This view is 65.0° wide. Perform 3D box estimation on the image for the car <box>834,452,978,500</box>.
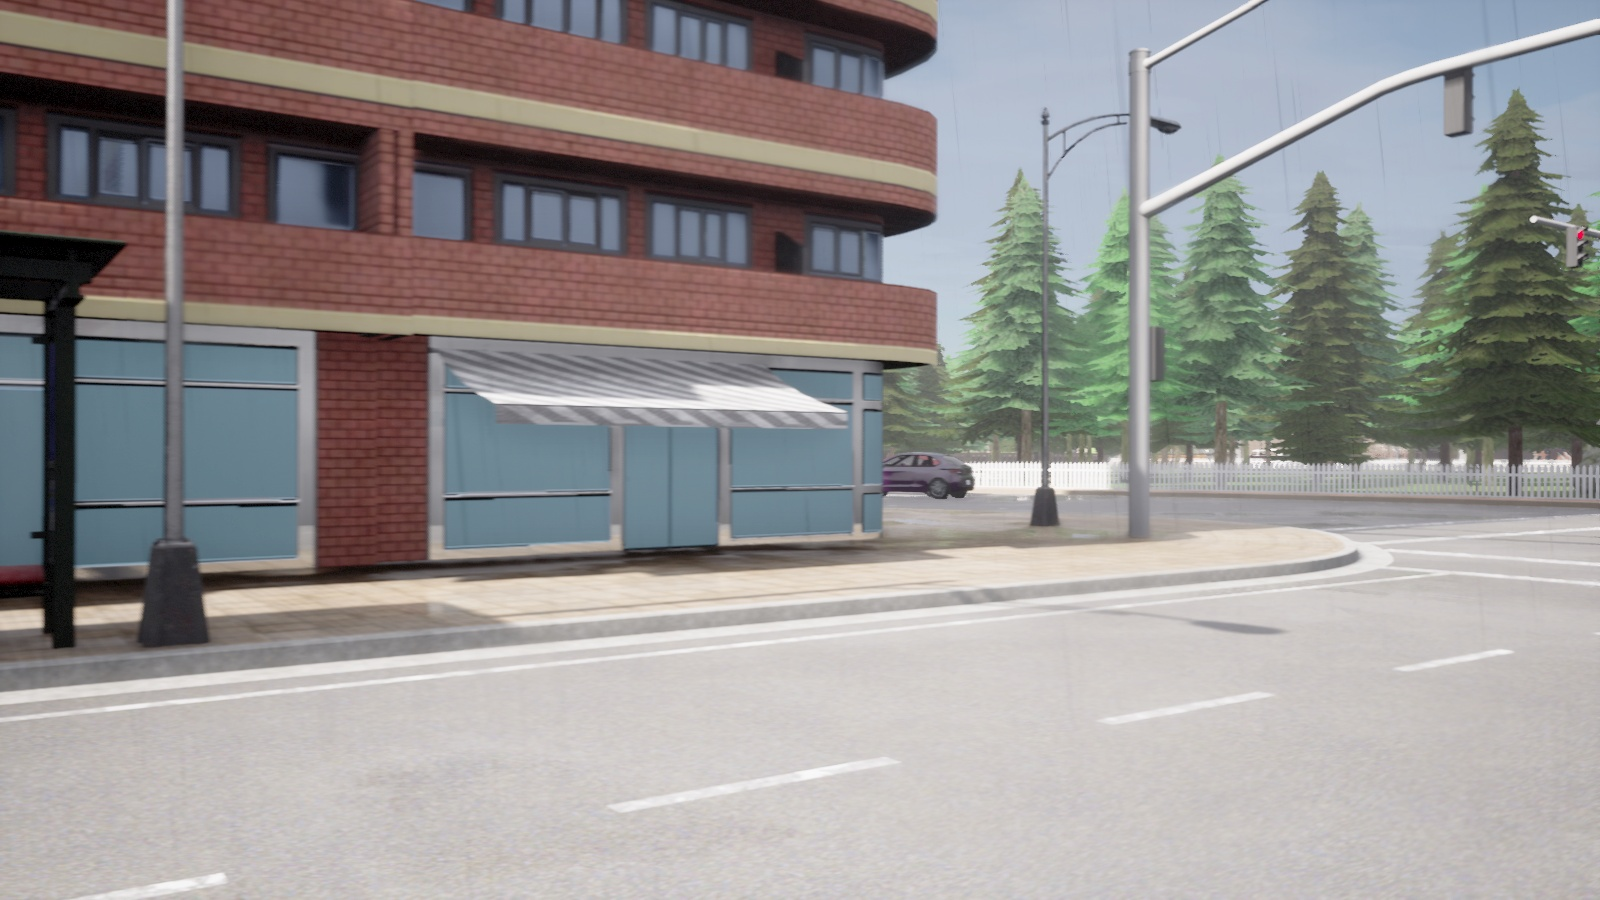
[{"bbox_3d":[3.359,0.792,40.003,4.193,1.474,1.816,0,0,29],"label":"car"}]
